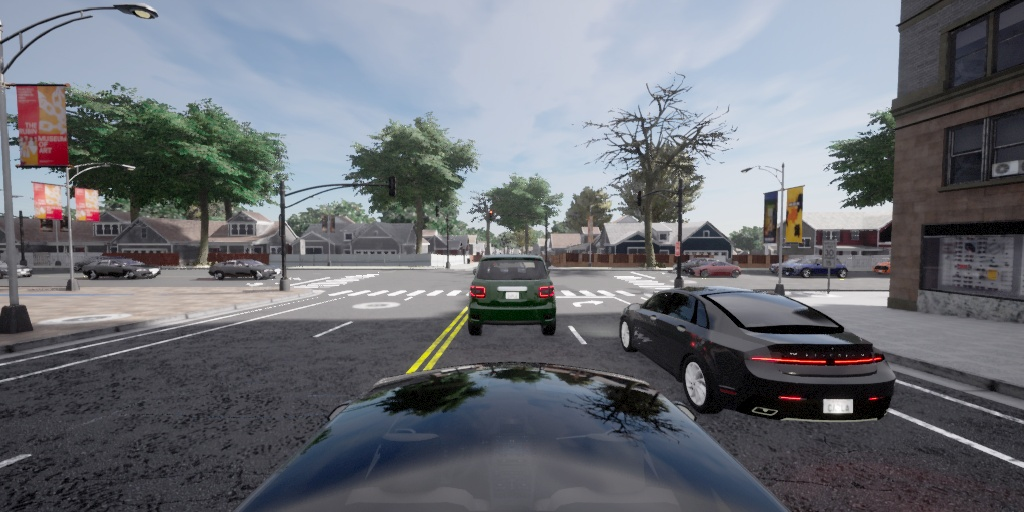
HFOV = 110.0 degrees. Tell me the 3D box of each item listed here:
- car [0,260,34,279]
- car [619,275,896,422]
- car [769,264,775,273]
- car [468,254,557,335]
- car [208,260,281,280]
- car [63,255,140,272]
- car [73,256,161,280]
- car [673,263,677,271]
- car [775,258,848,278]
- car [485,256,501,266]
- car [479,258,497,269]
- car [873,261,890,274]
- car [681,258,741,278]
[{"bbox_3d":[-40.253,1.019,27.820,4.674,1.442,1.812,0,2,0],"label":"car"},{"bbox_3d":[3.259,1.251,6.000,1.837,1.490,4.892,0,0,0],"label":"car"},{"bbox_3d":[27.146,0.993,34.147,4.674,1.442,1.812,0,2,0],"label":"car"},{"bbox_3d":[-0.011,0.968,10.615,2.150,2.045,5.566,0,0,0],"label":"car"},{"bbox_3d":[-20.534,1.035,27.683,4.902,1.511,2.128,0,2,-2],"label":"car"},{"bbox_3d":[-39.405,0.728,34.483,4.902,1.511,2.128,0,2,0],"label":"car"},{"bbox_3d":[-30.093,1.009,27.741,4.902,1.511,2.128,0,2,0],"label":"car"},{"bbox_3d":[17.944,0.915,34.190,4.902,1.511,2.128,0,2,1],"label":"car"},{"bbox_3d":[25.991,0.940,30.895,4.553,1.767,2.097,0,2,0],"label":"car"},{"bbox_3d":[-2.864,0.784,56.062,2.128,1.511,4.902,0,0,1],"label":"car"},{"bbox_3d":[-3.019,0.940,46.134,1.895,1.301,4.718,0,0,1],"label":"car"},{"bbox_3d":[37.306,0.879,34.075,4.553,1.767,2.097,0,2,1],"label":"car"},{"bbox_3d":[17.331,1.110,30.945,4.181,1.385,1.994,0,2,0],"label":"car"}]
